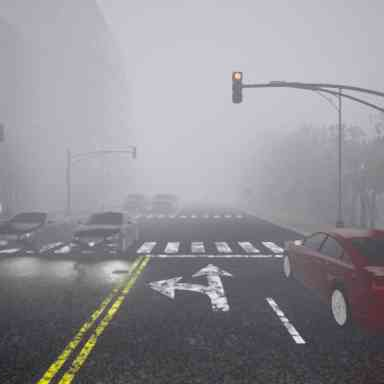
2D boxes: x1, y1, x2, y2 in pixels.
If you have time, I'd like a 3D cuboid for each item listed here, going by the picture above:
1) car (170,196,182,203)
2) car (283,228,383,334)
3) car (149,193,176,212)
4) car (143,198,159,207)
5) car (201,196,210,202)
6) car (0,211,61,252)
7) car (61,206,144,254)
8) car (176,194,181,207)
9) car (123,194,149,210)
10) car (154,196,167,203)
[{"bbox_3d":[-3.259,1.546,69.188,2.128,1.511,4.902,0,0,0],"label":"car"},{"bbox_3d":[3.349,1.477,6.908,1.882,1.535,5.008,0,0,0],"label":"car"},{"bbox_3d":[-3.355,1.227,39.047,2.150,2.045,5.566,0,0,-1],"label":"car"},{"bbox_3d":[-6.598,1.614,53.806,1.895,1.301,4.718,0,0,0],"label":"car"},{"bbox_3d":[3.242,1.557,78.613,1.812,1.442,4.674,0,0,0],"label":"car"},{"bbox_3d":[-6.604,1.532,13.978,1.812,1.442,4.674,0,0,0],"label":"car"},{"bbox_3d":[-3.360,1.508,13.551,1.837,1.490,4.892,0,0,0],"label":"car"},{"bbox_3d":[-3.350,1.235,53.353,2.150,2.045,5.566,0,0,0],"label":"car"},{"bbox_3d":[-6.603,1.228,39.178,2.150,2.045,5.566,0,0,0],"label":"car"},{"bbox_3d":[-6.511,1.572,69.296,2.033,1.411,5.357,0,0,0],"label":"car"}]
